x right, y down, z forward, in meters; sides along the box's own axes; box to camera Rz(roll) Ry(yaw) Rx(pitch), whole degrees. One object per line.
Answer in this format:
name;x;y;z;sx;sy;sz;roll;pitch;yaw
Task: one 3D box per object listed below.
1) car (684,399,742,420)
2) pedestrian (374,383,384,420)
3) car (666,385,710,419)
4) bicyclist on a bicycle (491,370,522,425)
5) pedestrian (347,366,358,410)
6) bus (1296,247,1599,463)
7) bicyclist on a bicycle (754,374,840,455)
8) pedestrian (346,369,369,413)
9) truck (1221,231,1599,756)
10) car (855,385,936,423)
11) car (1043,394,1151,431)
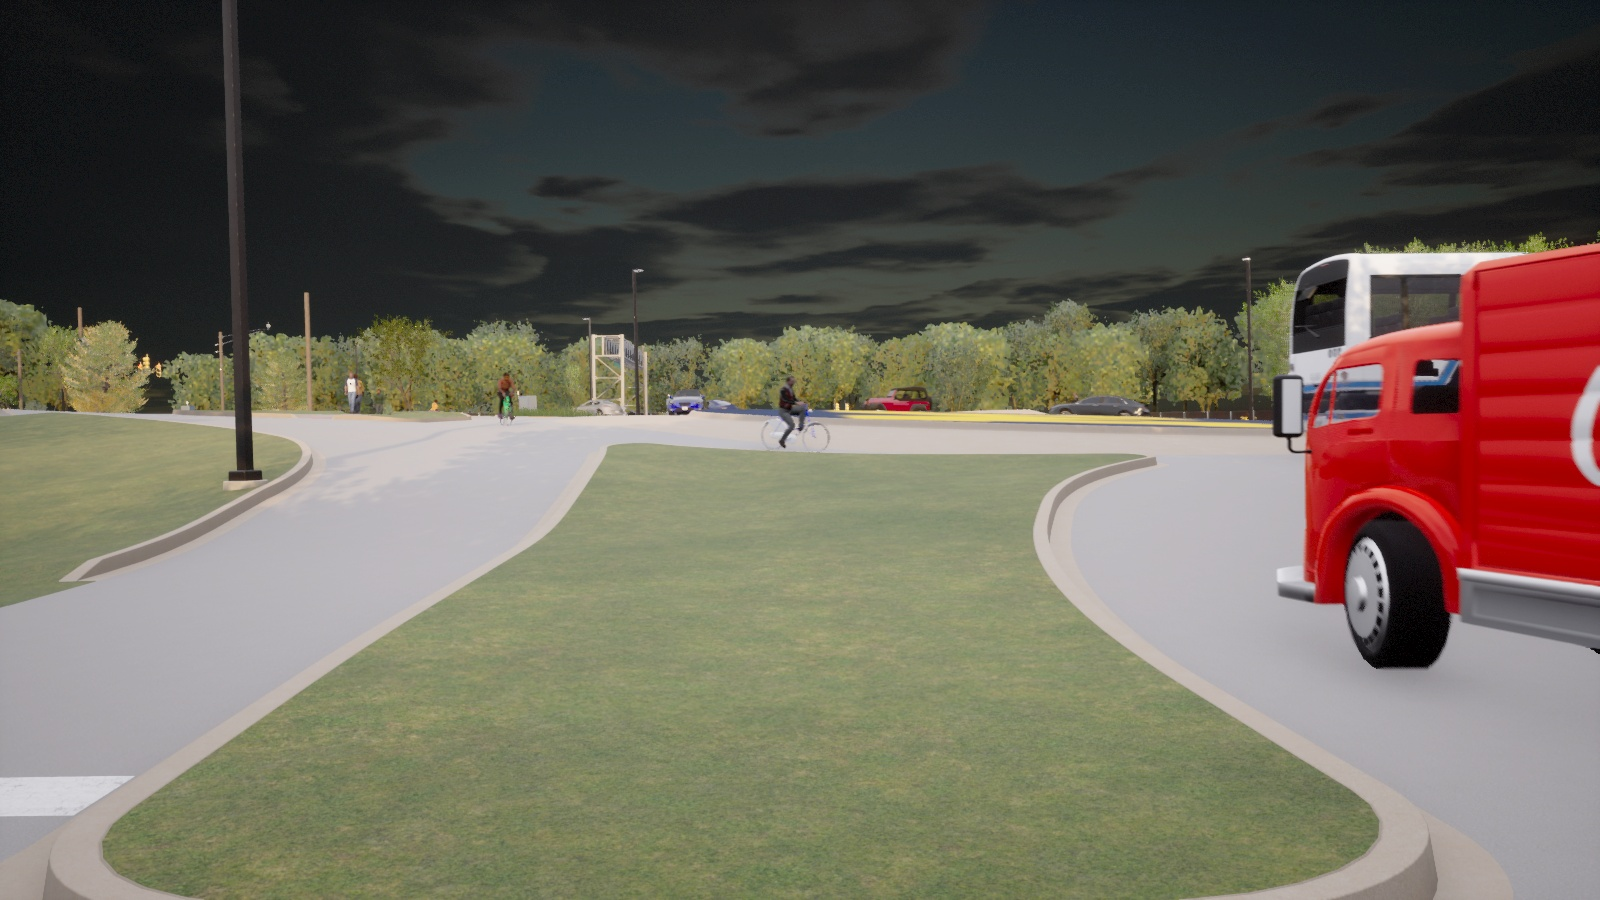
car;-6.309;-2.930;90.726;1.812;1.442;4.674;-2;2;-39
pedestrian;-21.461;-2.455;64.055;0.353;1.847;0.614;-1;1;-10
car;-5.522;-2.334;62.218;1.816;1.474;4.193;-1;0;0
bicyclist on a bicycle;-8.833;-1.583;37.782;0.582;1.620;1.656;-1;3;-25
pedestrian;-18.771;-2.590;52.644;0.354;1.836;0.706;-1;1;-17
bus;16.476;-1.898;26.736;10.273;4.253;3.944;0;1;0
bicyclist on a bicycle;-0.079;-0.830;29.213;1.843;1.776;0.659;4;3;30
pedestrian;-19.115;-2.538;54.204;0.874;1.855;0.900;-1;1;-19
truck;4.910;0.200;6.709;2.627;2.467;5.204;0;1;-14
car;5.090;-2.437;67.046;3.866;1.878;1.905;2;0;-10
car;14.653;-1.836;61.989;4.892;1.490;1.837;3;-1;24
